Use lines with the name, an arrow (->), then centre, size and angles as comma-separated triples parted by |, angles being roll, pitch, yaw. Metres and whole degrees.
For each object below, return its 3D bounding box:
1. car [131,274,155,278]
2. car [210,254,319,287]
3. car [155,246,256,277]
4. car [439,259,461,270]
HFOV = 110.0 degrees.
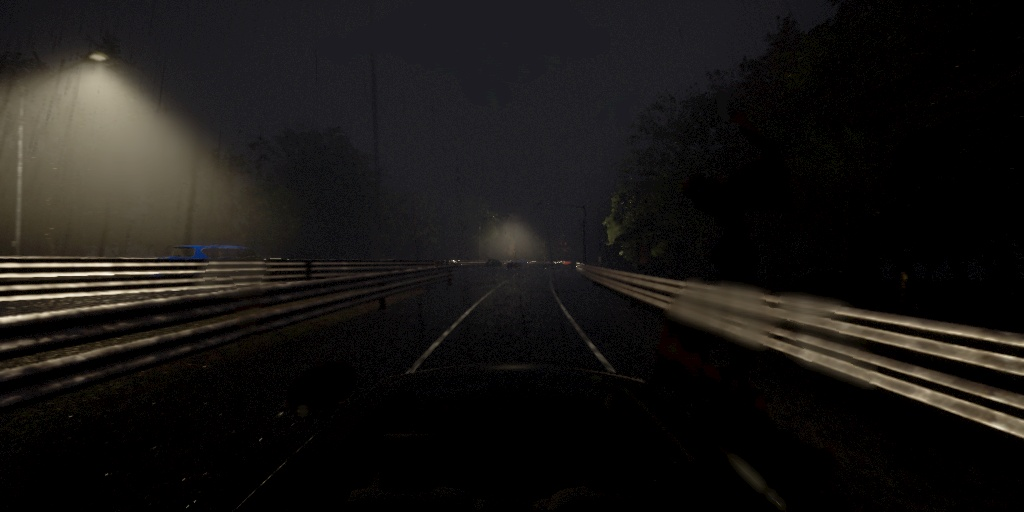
car -> -19.200, 0.735, 21.436 | 1.882, 1.535, 5.008 | 0, -1, 19
car -> -12.606, 0.809, 19.091 | 1.837, 1.490, 4.892 | 0, -1, 19
car -> -15.886, 0.500, 20.301 | 2.150, 2.045, 5.566 | 0, -1, 19
car -> -9.055, 1.227, 51.425 | 2.128, 1.511, 4.902 | 0, -1, 19
